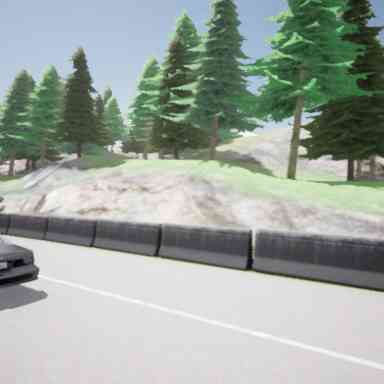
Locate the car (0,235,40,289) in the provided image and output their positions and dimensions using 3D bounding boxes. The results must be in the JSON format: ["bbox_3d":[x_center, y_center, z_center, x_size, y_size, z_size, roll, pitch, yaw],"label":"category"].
[{"bbox_3d":[-5.945,1.558,8.233,5.357,1.411,2.033,0,0,35],"label":"car"}]
